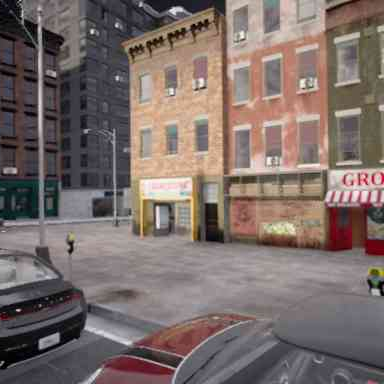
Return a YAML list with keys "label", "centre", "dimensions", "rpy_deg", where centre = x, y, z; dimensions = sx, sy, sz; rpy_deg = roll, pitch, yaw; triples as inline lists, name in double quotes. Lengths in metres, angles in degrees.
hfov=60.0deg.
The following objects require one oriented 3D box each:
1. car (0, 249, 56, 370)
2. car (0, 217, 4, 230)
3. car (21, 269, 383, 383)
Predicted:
- label: "car"
  centre: [-3.516, 1.596, 5.322]
  dimensions: [4.403, 1.369, 2.008]
  rpy_deg: [-1, -1, 35]
- label: "car"
  centre: [-14.928, 2.010, 22.186]
  dimensions: [1.994, 1.385, 4.181]
  rpy_deg: [-1, -2, 36]
- label: "car"
  centre: [0.966, 1.443, 2.129]
  dimensions: [4.097, 1.590, 1.967]
  rpy_deg: [-1, -1, 35]
